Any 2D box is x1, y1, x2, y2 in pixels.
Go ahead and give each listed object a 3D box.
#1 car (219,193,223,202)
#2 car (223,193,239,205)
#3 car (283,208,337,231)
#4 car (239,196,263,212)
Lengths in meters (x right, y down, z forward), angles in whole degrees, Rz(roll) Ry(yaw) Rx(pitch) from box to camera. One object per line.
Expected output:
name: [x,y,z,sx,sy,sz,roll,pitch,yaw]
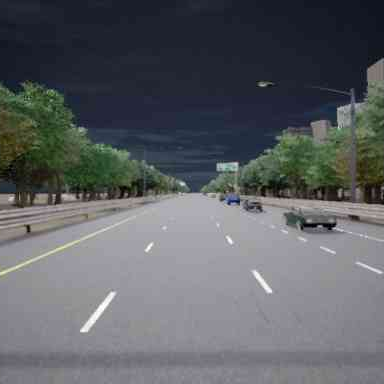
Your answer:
car: [7.333,1.274,75.829,2.150,2.045,5.566,0,0,1]
car: [7.207,1.280,58.468,2.150,2.045,5.566,0,0,0]
car: [7.028,1.607,20.443,1.895,1.301,4.718,0,0,0]
car: [7.096,1.528,39.480,1.837,1.490,4.892,0,0,0]
